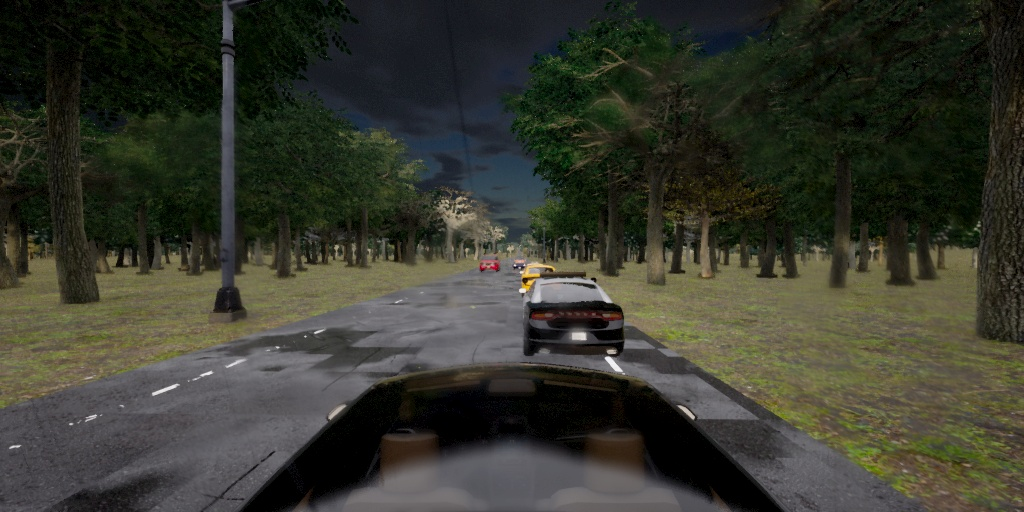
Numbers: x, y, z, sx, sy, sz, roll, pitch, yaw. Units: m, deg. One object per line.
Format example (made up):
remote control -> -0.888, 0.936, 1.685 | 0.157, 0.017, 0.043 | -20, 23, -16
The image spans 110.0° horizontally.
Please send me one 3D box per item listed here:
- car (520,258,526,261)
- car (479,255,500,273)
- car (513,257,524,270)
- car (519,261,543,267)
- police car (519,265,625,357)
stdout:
car -> 1.572, 1.172, 24.797 | 1.801, 1.575, 5.366 | 0, 0, 1
car -> -2.575, 0.876, 42.708 | 2.150, 2.045, 5.566 | 0, 0, 1
car -> 1.092, 1.229, 48.582 | 1.895, 1.301, 4.718 | 0, 0, 2
car -> 1.432, 1.208, 18.609 | 1.882, 1.535, 5.008 | 0, 0, 1
police car -> 1.209, 1.170, 8.719 | 1.930, 1.638, 5.238 | 0, 0, 1
